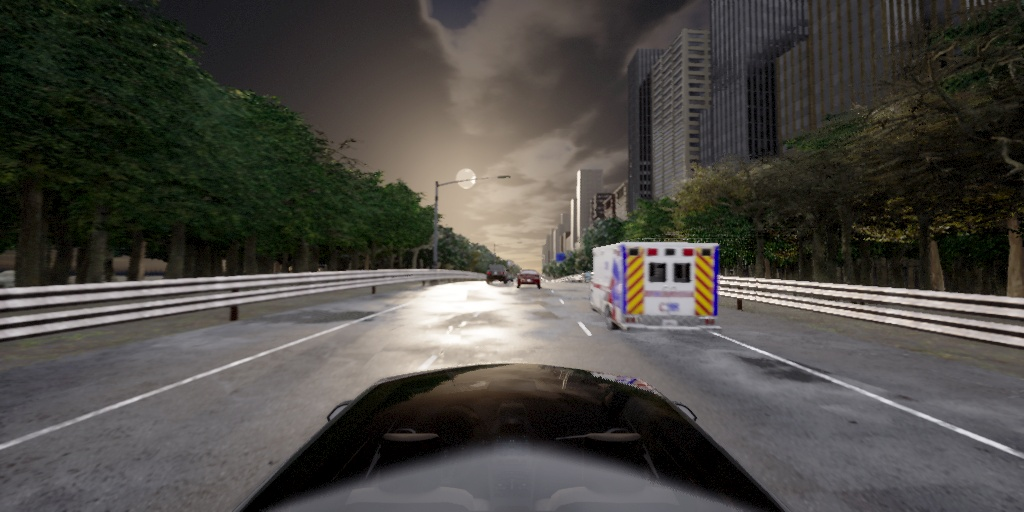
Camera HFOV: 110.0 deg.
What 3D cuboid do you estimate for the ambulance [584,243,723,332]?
[{"bbox_3d":[3.917,0.948,11.461,2.351,2.431,6.366,1,-1,3],"label":"ambulance"}]

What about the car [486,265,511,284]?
[{"bbox_3d":[-1.592,2.041,40.315,2.150,2.045,5.566,1,-3,3],"label":"car"}]

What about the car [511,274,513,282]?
[{"bbox_3d":[-0.898,3.276,54.797,1.994,1.385,4.181,1,-4,3],"label":"car"}]

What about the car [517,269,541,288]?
[{"bbox_3d":[1.447,1.890,30.741,1.882,1.535,5.008,1,-2,3],"label":"car"}]
